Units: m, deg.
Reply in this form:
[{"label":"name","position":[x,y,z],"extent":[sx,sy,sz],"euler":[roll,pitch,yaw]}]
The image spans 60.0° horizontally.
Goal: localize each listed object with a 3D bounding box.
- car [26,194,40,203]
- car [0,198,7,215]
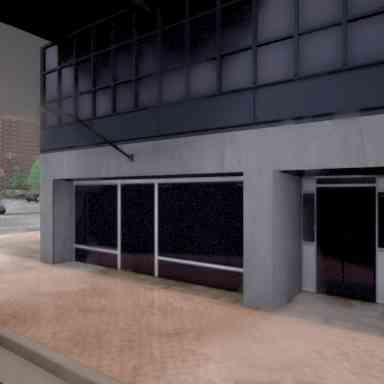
[{"label":"car","position":[-30.237,1.152,64.728],"extent":[4.605,1.855,1.932],"euler":[0,0,35]},{"label":"car","position":[-17.895,1.489,27.198],"extent":[2.128,1.511,4.902],"euler":[0,0,36]}]
